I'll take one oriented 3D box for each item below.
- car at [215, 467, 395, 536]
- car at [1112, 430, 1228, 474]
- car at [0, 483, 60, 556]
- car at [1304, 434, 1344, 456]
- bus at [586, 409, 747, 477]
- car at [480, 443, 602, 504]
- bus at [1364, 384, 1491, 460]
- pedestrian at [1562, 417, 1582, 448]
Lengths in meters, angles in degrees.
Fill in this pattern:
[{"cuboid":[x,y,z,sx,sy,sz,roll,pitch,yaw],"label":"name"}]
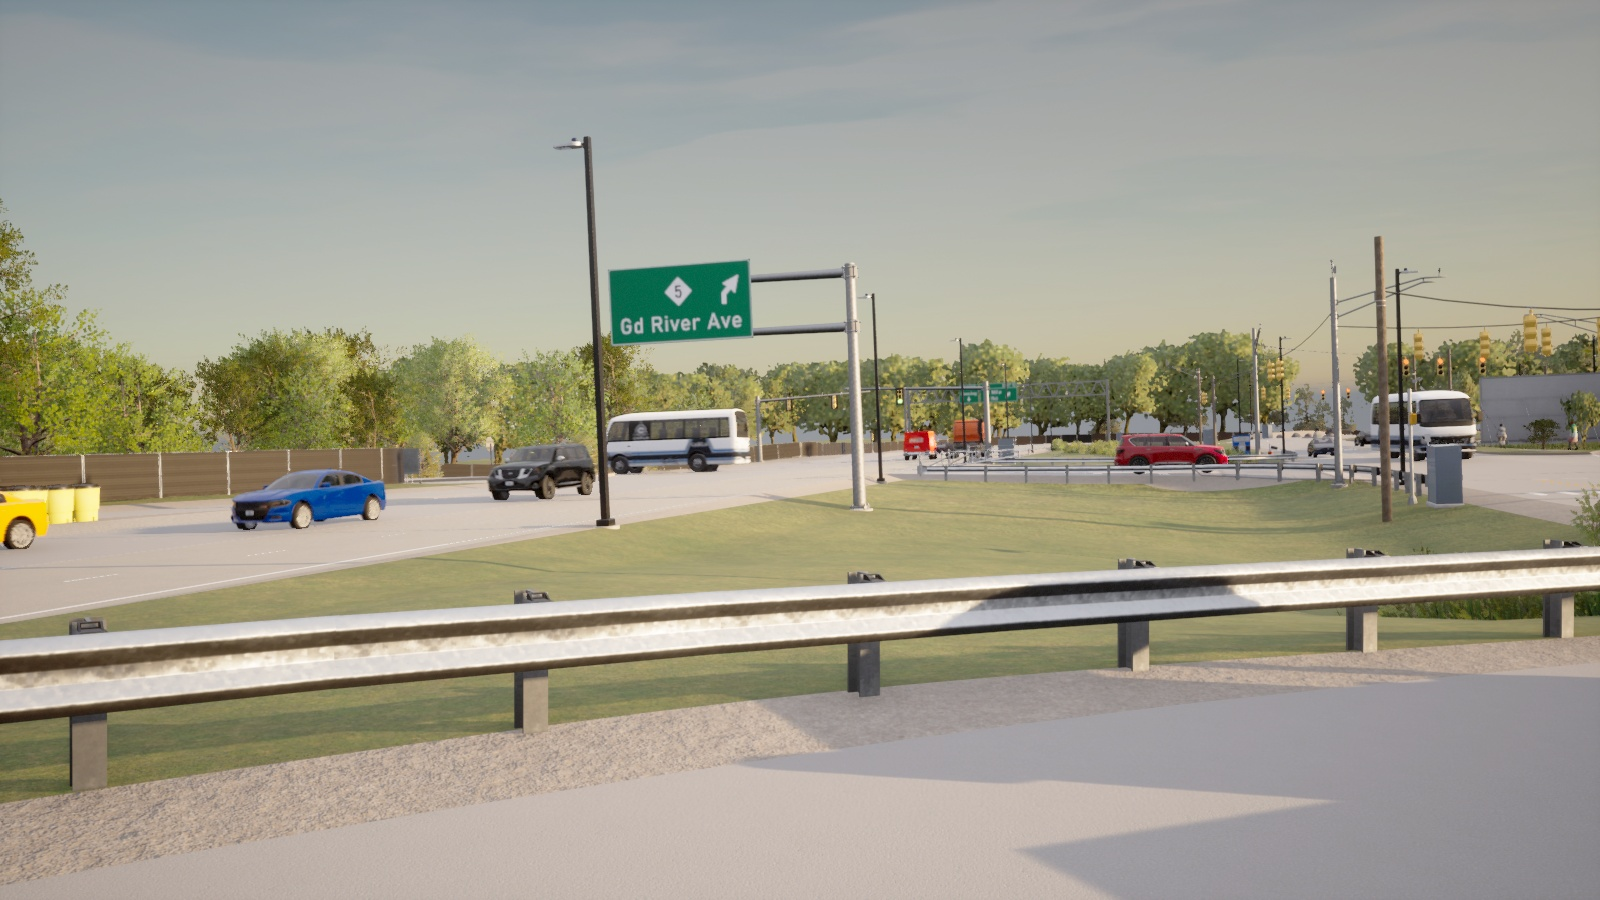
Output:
[{"cuboid":[-13.338,1.348,34.231,1.882,1.535,5.008,-2,0,15],"label":"car"},{"cuboid":[18.898,0.087,64.236,5.566,2.045,2.150,-2,0,17],"label":"car"},{"cuboid":[-18.880,1.627,27.170,1.882,1.535,5.008,-2,0,15],"label":"car"},{"cuboid":[37.886,-0.360,90.901,2.033,1.411,5.357,-2,1,16],"label":"car"},{"cuboid":[-9.206,-0.466,86.979,10.273,4.253,3.944,-2,0,14],"label":"bus"},{"cuboid":[-9.708,0.845,47.635,2.150,2.045,5.566,-2,0,15],"label":"car"},{"cuboid":[38.925,-1.687,78.385,3.944,4.253,10.273,-3,1,8],"label":"bus"},{"cuboid":[49.199,-1.119,80.004,0.659,1.952,0.873,-4,2,-37],"label":"pedestrian"}]
